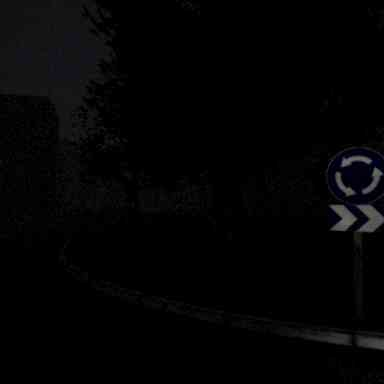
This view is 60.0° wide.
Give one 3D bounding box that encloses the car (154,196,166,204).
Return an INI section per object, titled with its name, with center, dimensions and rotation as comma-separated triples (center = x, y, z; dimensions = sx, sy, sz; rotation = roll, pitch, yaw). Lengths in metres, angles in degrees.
[car]
center = -5.571, 1.371, 58.192
dimensions = 1.882, 1.535, 5.008
rotation = -1, -1, -1
